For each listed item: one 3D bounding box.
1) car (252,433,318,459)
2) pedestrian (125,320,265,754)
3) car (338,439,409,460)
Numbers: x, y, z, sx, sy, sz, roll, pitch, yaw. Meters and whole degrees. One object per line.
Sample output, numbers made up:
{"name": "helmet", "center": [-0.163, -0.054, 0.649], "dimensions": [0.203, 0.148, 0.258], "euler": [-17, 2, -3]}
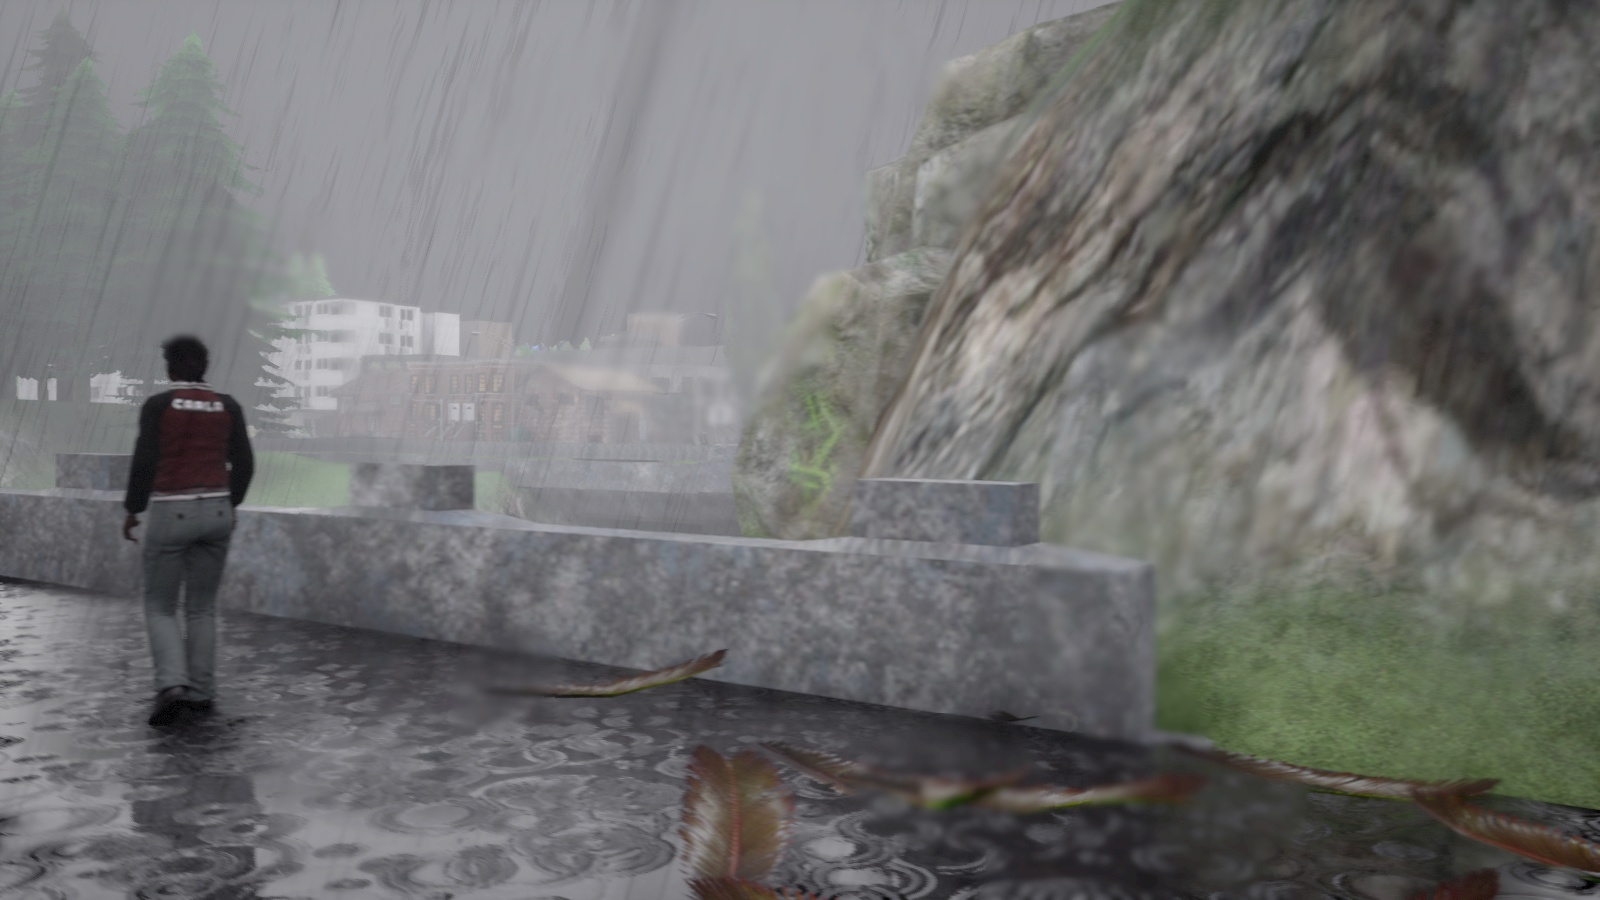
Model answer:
{"name": "car", "center": [-35.934, -0.279, 87.605], "dimensions": [4.553, 1.767, 2.097], "euler": [0, 1, 34]}
{"name": "pedestrian", "center": [-2.879, 0.386, 5.962], "dimensions": [0.402, 1.930, 0.666], "euler": [-1, 1, -42]}
{"name": "car", "center": [-27.961, -0.038, 82.300], "dimensions": [4.718, 1.301, 1.895], "euler": [0, 1, 34]}
